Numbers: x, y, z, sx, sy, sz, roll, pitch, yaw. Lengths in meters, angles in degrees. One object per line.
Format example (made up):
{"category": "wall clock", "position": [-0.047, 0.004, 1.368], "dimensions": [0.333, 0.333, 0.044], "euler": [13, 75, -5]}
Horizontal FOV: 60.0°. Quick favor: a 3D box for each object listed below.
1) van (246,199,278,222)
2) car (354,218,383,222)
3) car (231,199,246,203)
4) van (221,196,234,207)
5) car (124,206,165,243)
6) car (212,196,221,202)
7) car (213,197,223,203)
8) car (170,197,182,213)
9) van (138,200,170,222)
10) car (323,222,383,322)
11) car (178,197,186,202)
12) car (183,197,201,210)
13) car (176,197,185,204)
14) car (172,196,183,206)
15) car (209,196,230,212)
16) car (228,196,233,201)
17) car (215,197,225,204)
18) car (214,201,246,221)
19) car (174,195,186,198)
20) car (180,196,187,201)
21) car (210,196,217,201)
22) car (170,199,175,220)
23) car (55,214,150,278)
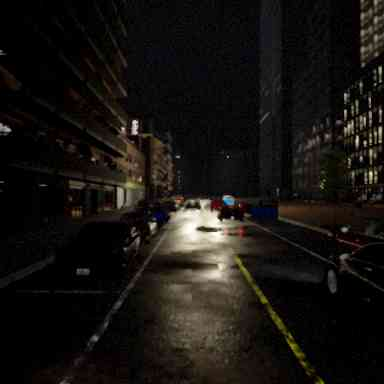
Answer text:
{"category": "van", "position": [5.793, 1.447, 27.001], "dimensions": [1.690, 1.788, 3.998], "euler": [1, 0, 0]}
{"category": "car", "position": [5.731, 1.495, 10.292], "dimensions": [1.967, 1.590, 4.097], "euler": [1, 0, 0]}
{"category": "car", "position": [5.829, 1.723, 38.139], "dimensions": [1.802, 1.307, 4.206], "euler": [1, 0, 0]}
{"category": "van", "position": [5.893, 1.535, 54.850], "dimensions": [1.690, 1.788, 3.998], "euler": [1, 0, 0]}
{"category": "car", "position": [-2.631, 1.589, 15.892], "dimensions": [2.008, 1.369, 4.403], "euler": [1, 0, 0]}
{"category": "car", "position": [5.992, 1.728, 82.697], "dimensions": [1.967, 1.590, 4.097], "euler": [1, 0, 0]}
{"category": "car", "position": [5.969, 1.813, 77.127], "dimensions": [1.887, 1.381, 4.507], "euler": [1, 0, 0]}
{"category": "car", "position": [-2.550, 1.658, 38.170], "dimensions": [2.008, 1.369, 4.403], "euler": [1, 0, 0]}
{"category": "van", "position": [-2.607, 1.396, 21.463], "dimensions": [1.690, 1.788, 3.998], "euler": [1, 0, 0]}
{"category": "car", "position": [3.911, 1.539, 5.706], "dimensions": [1.837, 1.490, 4.892], "euler": [0, 0, 0]}
{"category": "car", "position": [-2.391, 1.836, 82.728], "dimensions": [1.802, 1.307, 4.206], "euler": [1, 0, 0]}
{"category": "car", "position": [0.151, 1.701, 44.342], "dimensions": [1.994, 1.385, 4.181], "euler": [0, 0, 0]}
{"category": "car", "position": [-2.430, 1.761, 71.588], "dimensions": [1.887, 1.381, 4.507], "euler": [1, 0, 0]}
{"category": "car", "position": [-2.531, 1.650, 43.571], "dimensions": [1.752, 1.417, 4.829], "euler": [1, 0, 0]}
{"category": "car", "position": [3.182, 1.617, 41.168], "dimensions": [1.882, 1.535, 5.008], "euler": [0, 0, 1]}
{"category": "car", "position": [5.851, 1.684, 43.878], "dimensions": [1.752, 1.417, 4.829], "euler": [1, 0, 0]}
{"category": "car", "position": [5.951, 1.776, 71.727], "dimensions": [1.752, 1.417, 4.829], "euler": [1, 0, 0]}
{"category": "car", "position": [3.116, 1.699, 27.754], "dimensions": [1.895, 1.301, 4.718], "euler": [0, 0, 1]}
{"category": "car", "position": [-2.486, 1.476, 54.880], "dimensions": [2.192, 1.841, 5.009], "euler": [1, 0, 0]}
{"category": "car", "position": [-2.350, 1.836, 93.867], "dimensions": [1.887, 1.381, 4.507], "euler": [1, 0, 0]}
{"category": "car", "position": [6.030, 1.870, 93.836], "dimensions": [1.887, 1.381, 4.507], "euler": [1, 0, 0]}
{"category": "car", "position": [-2.591, 1.597, 26.862], "dimensions": [1.752, 1.417, 4.829], "euler": [1, 0, 0]}
{"category": "car", "position": [-2.651, 1.587, 10.323], "dimensions": [1.947, 1.339, 4.313], "euler": [1, 0, 0]}
